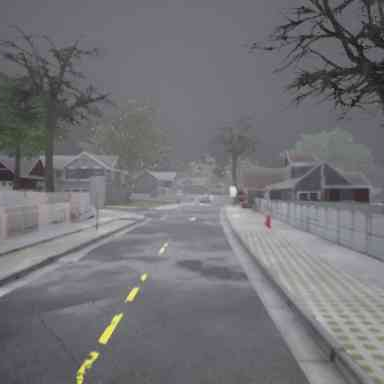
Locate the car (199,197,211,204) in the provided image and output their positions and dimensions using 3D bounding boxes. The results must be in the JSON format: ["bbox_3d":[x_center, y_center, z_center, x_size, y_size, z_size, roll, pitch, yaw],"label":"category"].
[{"bbox_3d":[2.636,1.677,66.197,1.994,1.385,4.181,0,0,9],"label":"car"}]
